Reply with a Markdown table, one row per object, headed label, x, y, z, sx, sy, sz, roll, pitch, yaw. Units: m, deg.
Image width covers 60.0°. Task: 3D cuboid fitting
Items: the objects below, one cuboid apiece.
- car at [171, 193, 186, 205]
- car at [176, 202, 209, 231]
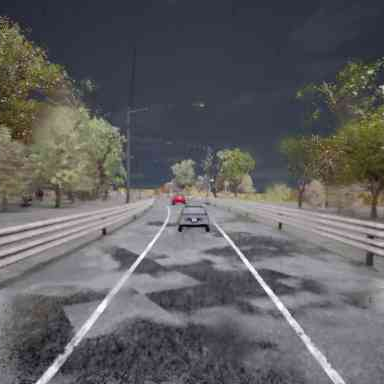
| label | x | y | z | sx | sy | sz | roll | pitch | yaw |
| --- | --- | --- | --- | --- | --- | --- | --- | --- | --- |
| car | -2.349 | 1.184 | 56.337 | 2.150 | 2.045 | 5.566 | 1 | 0 | -7 |
| car | 0.079 | 1.553 | 20.606 | 2.033 | 1.411 | 5.357 | 0 | 0 | -1 |
